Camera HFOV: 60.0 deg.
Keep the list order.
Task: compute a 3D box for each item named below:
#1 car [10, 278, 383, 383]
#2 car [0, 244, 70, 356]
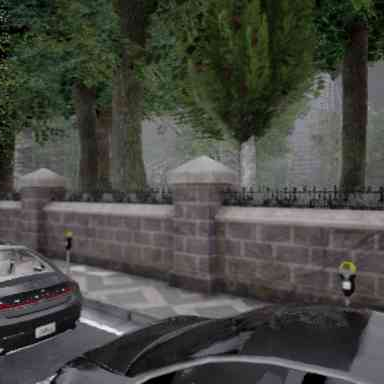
[{"bbox_3d":[0.766,1.567,2.418,4.313,1.339,1.947,0,0,36],"label":"car"},{"bbox_3d":[-3.675,1.559,5.588,4.403,1.369,2.008,0,0,36],"label":"car"}]
